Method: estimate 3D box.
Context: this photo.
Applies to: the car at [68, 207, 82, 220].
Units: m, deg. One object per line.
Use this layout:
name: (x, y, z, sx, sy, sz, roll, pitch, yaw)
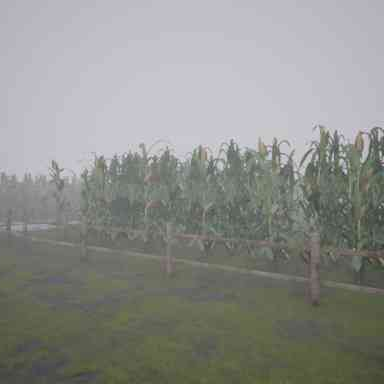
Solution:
car: (-8.743, 1.713, 29.347, 1.994, 1.385, 4.181, -1, -1, 36)
